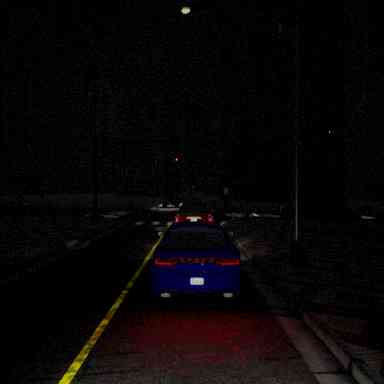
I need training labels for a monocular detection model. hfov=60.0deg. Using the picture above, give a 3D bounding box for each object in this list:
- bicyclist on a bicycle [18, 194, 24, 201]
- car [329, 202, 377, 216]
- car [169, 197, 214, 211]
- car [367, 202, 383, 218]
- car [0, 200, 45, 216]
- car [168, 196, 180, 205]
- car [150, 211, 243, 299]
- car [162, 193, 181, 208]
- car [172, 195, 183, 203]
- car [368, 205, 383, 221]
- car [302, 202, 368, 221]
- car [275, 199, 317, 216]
[{"bbox_3d":[-20.506,1.027,39.761,0.582,1.620,1.656,1,0,0],"label":"bicyclist on a bicycle"},{"bbox_3d":[17.778,1.839,36.905,4.403,1.369,2.008,1,-1,0],"label":"car"},{"bbox_3d":[0.116,1.350,17.693,2.097,1.767,4.553,0,0,1],"label":"car"},{"bbox_3d":[20.859,1.864,34.231,4.674,1.442,1.812,1,0,0],"label":"car"},{"bbox_3d":[-14.780,1.365,28.278,4.403,1.369,2.008,1,-1,0],"label":"car"},{"bbox_3d":[-3.092,1.522,59.166,1.812,1.442,4.674,0,0,1],"label":"car"},{"bbox_3d":[0.099,1.477,8.539,1.882,1.535,5.008,0,0,0],"label":"car"},{"bbox_3d":[-3.104,1.218,49.335,2.150,2.045,5.566,0,0,0],"label":"car"},{"bbox_3d":[-3.024,1.487,69.485,2.128,1.511,4.902,0,0,0],"label":"car"},{"bbox_3d":[17.942,1.821,28.381,4.829,1.417,1.752,1,-1,0],"label":"car"},{"bbox_3d":[12.129,1.772,28.380,4.313,1.339,1.947,1,-1,0],"label":"car"},{"bbox_3d":[10.945,1.537,34.228,4.553,1.767,2.097,1,0,0],"label":"car"}]
